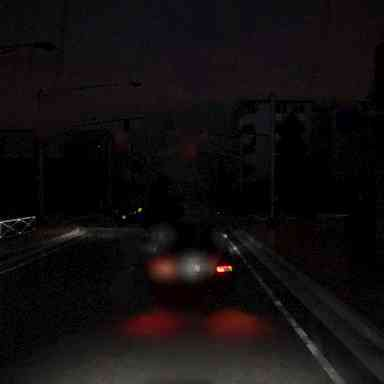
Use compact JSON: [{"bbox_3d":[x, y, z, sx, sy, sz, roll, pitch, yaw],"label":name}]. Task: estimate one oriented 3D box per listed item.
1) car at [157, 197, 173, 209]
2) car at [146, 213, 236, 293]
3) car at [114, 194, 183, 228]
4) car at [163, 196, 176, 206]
[{"bbox_3d":[-3.681,1.505,45.605,1.837,1.490,4.892,0,0,0],"label":"car"},{"bbox_3d":[0.040,1.547,9.000,2.033,1.411,5.357,0,0,0],"label":"car"},{"bbox_3d":[-2.719,1.129,22.124,2.150,2.045,5.566,0,0,29],"label":"car"},{"bbox_3d":[-3.695,1.477,55.689,1.882,1.535,5.008,0,0,0],"label":"car"}]
